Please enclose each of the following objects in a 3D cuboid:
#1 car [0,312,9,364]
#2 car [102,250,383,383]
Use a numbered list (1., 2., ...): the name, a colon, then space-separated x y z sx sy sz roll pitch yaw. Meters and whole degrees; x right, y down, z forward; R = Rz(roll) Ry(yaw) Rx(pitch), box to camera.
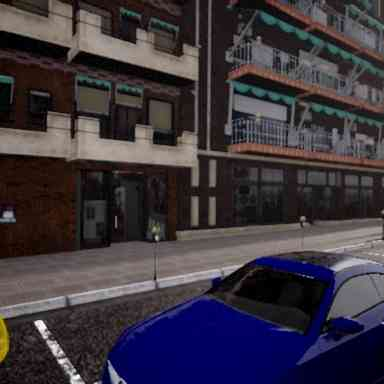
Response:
1. car: -4.407 1.528 2.936 4.829 1.417 1.752 0 1 -36
2. car: 1.306 1.521 4.010 4.674 1.442 1.812 0 0 -36
